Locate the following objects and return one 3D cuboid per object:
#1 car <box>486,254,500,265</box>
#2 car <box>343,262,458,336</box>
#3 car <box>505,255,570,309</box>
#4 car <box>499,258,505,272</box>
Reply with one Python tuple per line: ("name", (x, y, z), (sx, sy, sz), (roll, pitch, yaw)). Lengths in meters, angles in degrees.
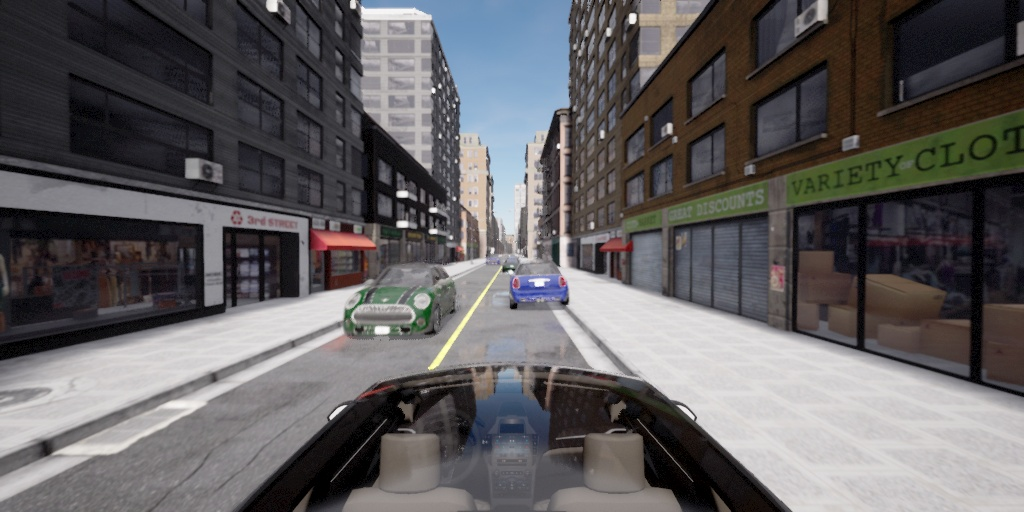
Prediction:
("car", (-2.812, 0.489, 54.125), (2.097, 1.767, 4.553), (0, 1, 0))
("car", (-2.849, 1.010, 10.097), (2.097, 1.767, 4.553), (0, 1, 0))
("car", (0.928, 0.929, 14.224), (2.097, 1.767, 4.553), (-2, 1, 0))
("car", (0.035, 0.912, 36.694), (1.994, 1.385, 4.181), (0, 1, 1))
